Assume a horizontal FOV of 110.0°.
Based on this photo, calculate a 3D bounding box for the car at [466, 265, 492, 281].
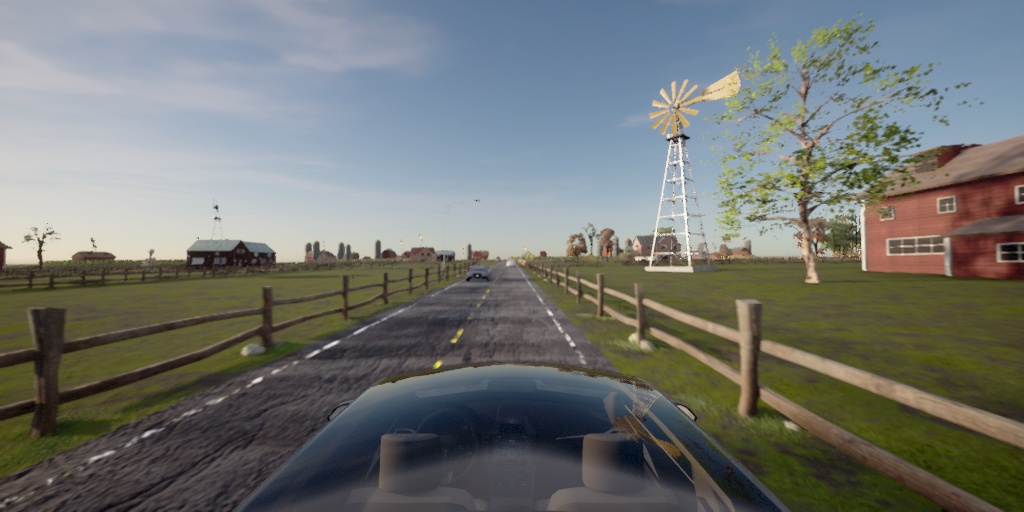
[{"bbox_3d":[-2.823,1.440,31.232,1.994,1.385,4.181,0,0,0],"label":"car"}]
